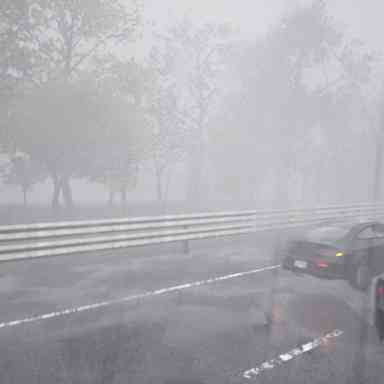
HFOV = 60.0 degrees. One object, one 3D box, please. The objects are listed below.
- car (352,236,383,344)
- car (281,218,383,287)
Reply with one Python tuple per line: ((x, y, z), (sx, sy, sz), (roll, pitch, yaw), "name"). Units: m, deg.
((4.702, 1.396, 4.910), (5.008, 1.535, 1.882), (-1, 1, -34), "car")
((4.298, 1.417, 8.765), (4.674, 1.442, 1.812), (-1, 1, -35), "car")
